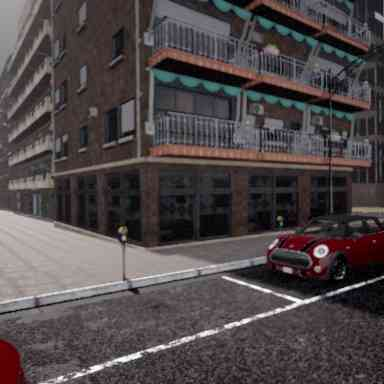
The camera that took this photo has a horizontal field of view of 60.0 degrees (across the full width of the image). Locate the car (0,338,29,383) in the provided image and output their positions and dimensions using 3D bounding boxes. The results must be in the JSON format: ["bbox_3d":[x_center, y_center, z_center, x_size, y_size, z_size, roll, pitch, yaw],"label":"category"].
[{"bbox_3d":[-3.088,1.534,1.179,4.674,1.442,1.812,0,0,-35],"label":"car"}]

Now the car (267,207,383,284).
[{"bbox_3d":[3.991,1.407,9.409,4.097,1.590,1.967,0,0,-35],"label":"car"}]
